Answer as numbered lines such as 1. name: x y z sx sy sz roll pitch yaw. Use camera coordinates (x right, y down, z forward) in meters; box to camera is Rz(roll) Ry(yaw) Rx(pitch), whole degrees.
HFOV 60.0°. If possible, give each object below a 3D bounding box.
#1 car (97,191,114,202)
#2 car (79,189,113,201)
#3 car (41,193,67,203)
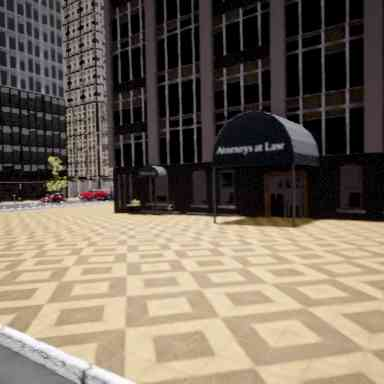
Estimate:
1. car: -13.320 0.934 56.165 1.947 1.339 4.313 0 2 35
2. car: -17.645 0.547 59.933 2.150 2.045 5.566 0 2 35
3. car: -23.419 0.962 56.268 1.967 1.590 4.097 0 2 35
